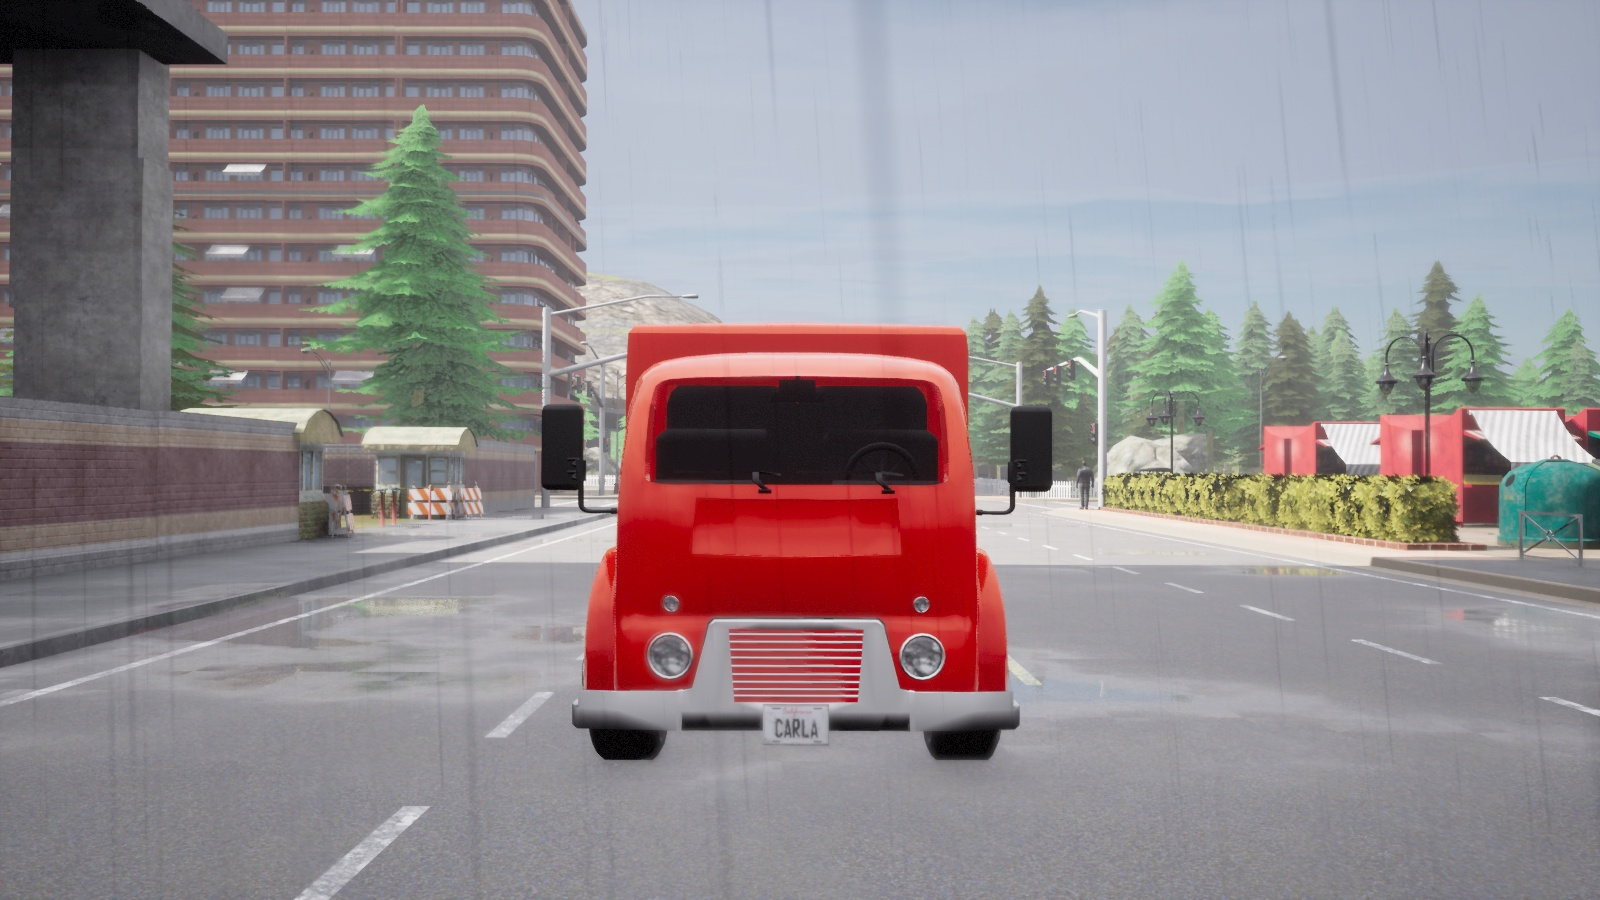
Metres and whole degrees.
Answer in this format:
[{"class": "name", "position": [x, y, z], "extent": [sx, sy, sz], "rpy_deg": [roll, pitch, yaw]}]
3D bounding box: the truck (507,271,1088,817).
[{"class": "truck", "position": [-0.022, 0.467, 8.307], "extent": [2.627, 2.467, 5.204], "rpy_deg": [0, -1, 0]}]

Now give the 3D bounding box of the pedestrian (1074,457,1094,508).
[{"class": "pedestrian", "position": [10.594, 1.210, 46.794], "extent": [0.563, 1.883, 0.849], "rpy_deg": [0, -1, 2]}]

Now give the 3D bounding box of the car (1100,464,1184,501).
[{"class": "car", "position": [17.762, 1.690, 65.387], "extent": [3.866, 1.878, 1.905], "rpy_deg": [0, -1, 0]}]
